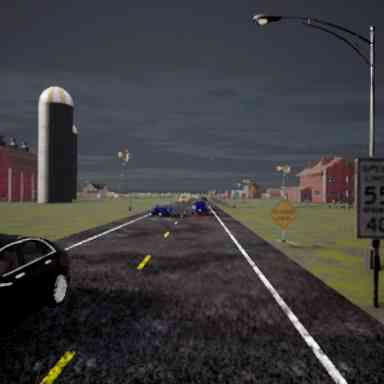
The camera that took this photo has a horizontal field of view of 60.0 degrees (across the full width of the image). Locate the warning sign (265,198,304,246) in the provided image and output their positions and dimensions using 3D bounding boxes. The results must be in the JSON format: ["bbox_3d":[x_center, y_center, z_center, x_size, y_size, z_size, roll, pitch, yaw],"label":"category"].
[{"bbox_3d":[3.828,1.211,13.898,1.300,1.860,1.060,1,0,1],"label":"warning sign"}]

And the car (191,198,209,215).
[{"bbox_3d":[0.885,1.711,36.451,1.812,1.442,4.674,0,-1,2],"label":"car"}]

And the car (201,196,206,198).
[{"bbox_3d":[1.158,1.750,48.078,2.128,1.511,4.902,0,0,1],"label":"car"}]

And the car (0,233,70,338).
[{"bbox_3d":[-3.531,1.499,5.232,1.837,1.490,4.892,0,0,1],"label":"car"}]

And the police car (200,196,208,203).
[{"bbox_3d":[2.937,1.950,84.052,1.930,1.638,5.238,0,0,1],"label":"police car"}]

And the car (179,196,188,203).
[{"bbox_3d":[-1.842,1.677,74.127,1.882,1.535,5.008,0,0,1],"label":"car"}]

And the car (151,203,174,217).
[{"bbox_3d":[-2.839,1.733,32.621,1.895,1.301,4.718,0,0,2],"label":"car"}]

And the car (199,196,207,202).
[{"bbox_3d":[3.164,1.957,93.912,2.097,1.767,4.553,0,0,1],"label":"car"}]
